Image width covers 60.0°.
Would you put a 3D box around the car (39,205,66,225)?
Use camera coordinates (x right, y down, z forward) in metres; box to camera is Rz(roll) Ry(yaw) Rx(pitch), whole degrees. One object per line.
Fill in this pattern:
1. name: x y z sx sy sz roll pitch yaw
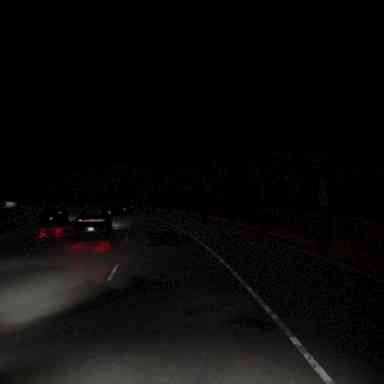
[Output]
1. car: -11.168 1.800 27.154 2.128 1.511 4.902 0 -1 -16

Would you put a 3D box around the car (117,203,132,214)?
1. car: -8.639 2.004 40.723 1.994 1.385 4.181 0 -1 -22

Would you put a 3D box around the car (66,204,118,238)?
1. car: -5.646 1.707 19.427 2.128 1.511 4.902 0 -1 -11
